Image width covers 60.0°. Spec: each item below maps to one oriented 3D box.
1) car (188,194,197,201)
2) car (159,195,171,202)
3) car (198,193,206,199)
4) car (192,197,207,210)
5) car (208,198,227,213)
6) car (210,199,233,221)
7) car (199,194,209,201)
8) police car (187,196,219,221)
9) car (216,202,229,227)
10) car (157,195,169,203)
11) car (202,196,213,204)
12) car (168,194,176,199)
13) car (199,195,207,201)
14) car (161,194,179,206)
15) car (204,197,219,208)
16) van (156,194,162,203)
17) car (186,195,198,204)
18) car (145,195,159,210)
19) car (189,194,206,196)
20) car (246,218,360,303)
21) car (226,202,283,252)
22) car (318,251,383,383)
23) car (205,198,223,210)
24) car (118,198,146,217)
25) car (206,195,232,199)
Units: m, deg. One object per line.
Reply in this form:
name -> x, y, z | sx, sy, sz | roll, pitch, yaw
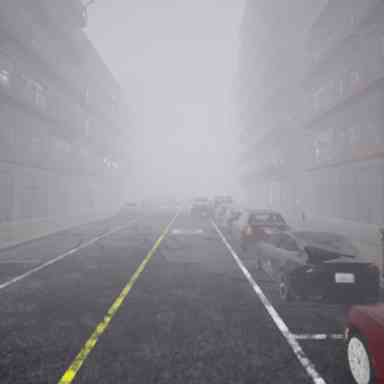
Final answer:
car -> 0.028, 1.283, 76.765 | 1.994, 1.385, 4.181 | 0, 0, 0
car -> -5.653, 1.401, 70.409 | 2.008, 1.369, 4.403 | 1, 0, 0
car -> 2.738, 1.224, 93.025 | 1.967, 1.590, 4.097 | 1, 0, 0
car -> 0.860, 1.424, 42.586 | 1.837, 1.490, 4.892 | 0, 0, 0
car -> 2.714, 1.458, 36.488 | 1.752, 1.417, 4.829 | 1, 0, 0
car -> 2.710, 1.508, 24.976 | 2.008, 1.369, 4.403 | 1, 0, 0
car -> 2.731, 1.274, 76.014 | 1.967, 1.590, 4.097 | 1, 0, 0
police car -> 0.707, 1.378, 26.681 | 1.930, 1.638, 5.238 | 0, 0, -2
car -> 2.707, 1.519, 19.305 | 2.008, 1.369, 4.403 | 1, 0, 0
car -> -5.655, 1.410, 64.737 | 1.887, 1.381, 4.507 | 1, 0, 0
car -> 2.723, 1.404, 59.172 | 1.752, 1.417, 4.829 | 1, 0, 0
car -> -5.644, 1.349, 93.095 | 1.947, 1.339, 4.313 | 1, 0, 0
car -> 2.733, 1.399, 81.687 | 1.802, 1.307, 4.206 | 1, 0, 0
car -> -3.059, 1.252, 51.064 | 2.097, 1.767, 4.553 | 0, 0, 0
car -> 2.718, 1.451, 47.660 | 1.887, 1.381, 4.507 | 1, 0, 0
van -> -5.654, 1.221, 59.065 | 1.690, 1.788, 3.998 | 1, 0, 0
car -> 0.023, 1.364, 61.763 | 2.128, 1.511, 4.902 | 0, 0, 0
car -> -5.664, 1.485, 42.052 | 1.947, 1.339, 4.313 | 1, 0, 0
car -> 0.878, 1.284, 36.554 | 2.097, 1.767, 4.553 | 0, 0, 0
car -> 2.703, 1.554, 7.964 | 1.947, 1.339, 4.313 | 1, 0, 0
car -> 2.707, 1.419, 13.634 | 1.967, 1.590, 4.097 | 1, 0, 0
car -> 2.700, 1.541, 2.294 | 1.887, 1.381, 4.507 | 1, 0, 0
car -> 2.716, 1.464, 41.989 | 1.887, 1.381, 4.507 | 1, 0, 0
car -> -5.669, 1.527, 30.708 | 1.802, 1.307, 4.206 | 1, 0, 0
car -> 2.715, 1.260, 30.647 | 2.192, 1.841, 5.009 | 1, 0, 0
